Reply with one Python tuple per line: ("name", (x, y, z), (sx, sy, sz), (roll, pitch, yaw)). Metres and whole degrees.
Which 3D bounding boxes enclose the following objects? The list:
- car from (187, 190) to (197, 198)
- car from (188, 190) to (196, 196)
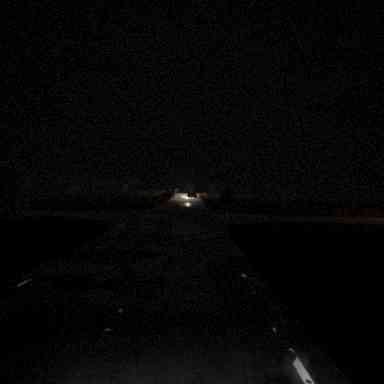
("car", (0.023, 0.460, 74.396), (2.097, 1.767, 4.553), (0, 1, 0))
("car", (0.027, 0.286, 84.461), (2.128, 1.511, 4.902), (0, 1, 0))
